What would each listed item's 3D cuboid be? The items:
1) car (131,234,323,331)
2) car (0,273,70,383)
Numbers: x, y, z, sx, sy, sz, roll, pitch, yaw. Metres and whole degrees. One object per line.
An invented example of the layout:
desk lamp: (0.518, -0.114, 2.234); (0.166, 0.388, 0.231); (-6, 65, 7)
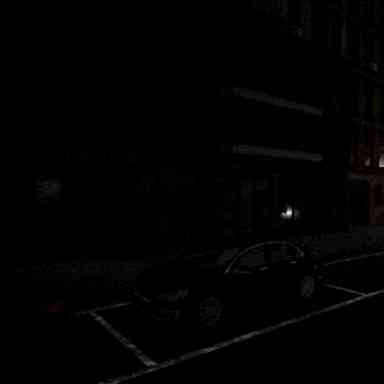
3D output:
car: (0.920, 1.599, 6.845); (4.403, 1.369, 2.008); (1, 0, -35)
car: (-3.566, 1.573, 3.644); (4.206, 1.307, 1.802); (1, 0, -35)
